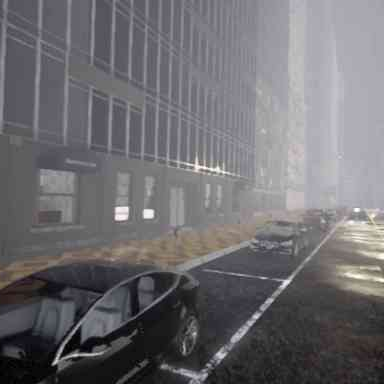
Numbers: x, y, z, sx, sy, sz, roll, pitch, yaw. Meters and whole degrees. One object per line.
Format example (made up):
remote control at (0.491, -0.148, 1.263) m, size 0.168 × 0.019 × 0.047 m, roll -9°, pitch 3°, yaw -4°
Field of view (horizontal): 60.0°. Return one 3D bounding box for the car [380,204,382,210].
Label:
car at (47.234, 3.563, 81.217) m, size 2.192 × 1.841 × 5.009 m, roll 2°, pitch -1°, yaw 27°

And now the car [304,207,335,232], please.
car at (8.926, 1.975, 24.142) m, size 1.967 × 1.590 × 4.097 m, roll 2°, pitch -1°, yaw 27°

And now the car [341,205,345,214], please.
car at (16.632, 2.470, 39.362) m, size 1.887 × 1.381 × 4.507 m, roll 2°, pitch -1°, yaw 27°

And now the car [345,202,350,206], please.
car at (24.343, 2.862, 54.583) m, size 1.887 × 1.381 × 4.507 m, roll 2°, pitch -1°, yaw 27°

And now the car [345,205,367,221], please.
car at (19.095, 2.522, 38.381) m, size 2.033 × 1.411 × 5.357 m, roll 1°, pitch -1°, yaw 27°

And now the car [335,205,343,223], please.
car at (14.062, 2.346, 34.288) m, size 2.008 × 1.369 × 4.403 m, roll 2°, pitch -1°, yaw 27°

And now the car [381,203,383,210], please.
car at (42.164, 3.513, 71.219) m, size 1.752 × 1.417 × 4.829 m, roll 2°, pitch -1°, yaw 27°

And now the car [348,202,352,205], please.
car at (39.764, 3.660, 85.025) m, size 2.008 × 1.369 × 4.403 m, roll 2°, pitch -1°, yaw 27°

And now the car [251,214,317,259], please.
car at (3.781, 1.826, 13.993) m, size 2.008 × 1.369 × 4.403 m, roll 2°, pitch -1°, yaw 27°

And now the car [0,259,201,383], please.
car at (-1.360, 1.583, 3.845) m, size 1.947 × 1.339 × 4.313 m, roll 2°, pitch -1°, yaw 27°
